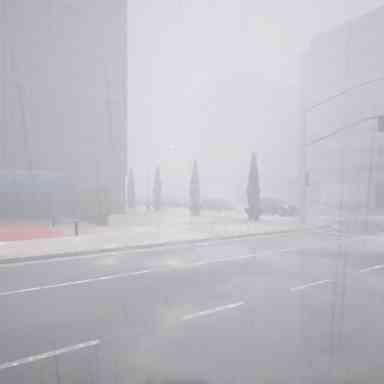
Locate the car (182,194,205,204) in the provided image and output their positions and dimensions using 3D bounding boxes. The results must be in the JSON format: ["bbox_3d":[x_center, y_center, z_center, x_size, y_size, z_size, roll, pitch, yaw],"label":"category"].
[{"bbox_3d":[0.256,1.352,62.167,2.097,1.767,4.553,0,0,-35],"label":"car"}]

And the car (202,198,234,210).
[{"bbox_3d":[3.429,1.526,45.021,1.812,1.442,4.674,0,0,-35],"label":"car"}]

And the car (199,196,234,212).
[{"bbox_3d":[2.922,1.491,39.622,2.128,1.511,4.902,0,0,-35],"label":"car"}]

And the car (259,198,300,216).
[{"bbox_3d":[8.123,1.352,32.152,2.097,1.767,4.553,0,0,-35],"label":"car"}]

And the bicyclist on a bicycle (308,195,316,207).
[{"bbox_3d":[16.852,1.300,46.709,1.656,1.620,0.582,0,0,-35],"label":"bicyclist on a bicycle"}]

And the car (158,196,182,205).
[{"bbox_3d":[-4.170,1.547,62.396,2.033,1.411,5.357,0,0,-35],"label":"car"}]

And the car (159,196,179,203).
[{"bbox_3d":[-4.875,1.601,69.501,1.895,1.301,4.718,0,0,-35],"label":"car"}]

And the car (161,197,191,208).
[{"bbox_3d":[-2.648,1.547,47.623,2.033,1.411,5.357,0,0,-35],"label":"car"}]

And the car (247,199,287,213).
[{"bbox_3d":[8.433,1.564,37.833,1.994,1.385,4.181,0,0,-35],"label":"car"}]

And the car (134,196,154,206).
[{"bbox_3d":[-8.199,1.526,55.646,1.812,1.442,4.674,0,0,-34],"label":"car"}]

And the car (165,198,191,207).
[{"bbox_3d":[-2.298,1.601,53.257,1.895,1.301,4.718,0,0,-35],"label":"car"}]

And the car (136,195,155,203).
[{"bbox_3d":[-9.891,1.519,70.420,2.128,1.511,4.902,0,0,-35],"label":"car"}]
